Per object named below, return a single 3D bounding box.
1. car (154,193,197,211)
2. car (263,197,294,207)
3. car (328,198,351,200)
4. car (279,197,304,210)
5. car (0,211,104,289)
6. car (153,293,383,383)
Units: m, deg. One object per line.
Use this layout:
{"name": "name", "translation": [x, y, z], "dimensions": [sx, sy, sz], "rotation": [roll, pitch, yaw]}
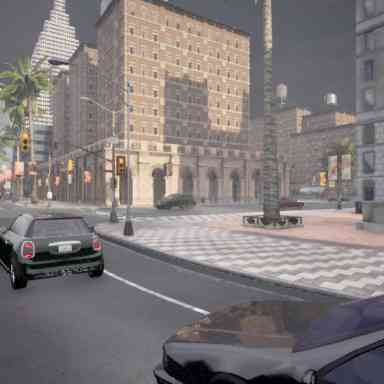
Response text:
{"name": "car", "translation": [-2.044, 1.215, 41.937], "dimensions": [5.566, 2.045, 2.150], "rotation": [-1, 1, -33]}
{"name": "car", "translation": [13.608, 1.505, 52.171], "dimensions": [4.892, 1.490, 1.837], "rotation": [0, 0, -33]}
{"name": "car", "translation": [27.202, 1.257, 61.089], "dimensions": [5.357, 1.411, 2.033], "rotation": [0, 0, -34]}
{"name": "car", "translation": [12.087, 1.601, 42.576], "dimensions": [4.718, 1.301, 1.895], "rotation": [0, 0, -33]}
{"name": "car", "translation": [-4.247, 1.352, 9.553], "dimensions": [2.097, 1.767, 4.553], "rotation": [0, 0, -36]}
{"name": "car", "translation": [2.203, 1.547, 2.494], "dimensions": [5.357, 1.411, 2.033], "rotation": [0, 0, 37]}
